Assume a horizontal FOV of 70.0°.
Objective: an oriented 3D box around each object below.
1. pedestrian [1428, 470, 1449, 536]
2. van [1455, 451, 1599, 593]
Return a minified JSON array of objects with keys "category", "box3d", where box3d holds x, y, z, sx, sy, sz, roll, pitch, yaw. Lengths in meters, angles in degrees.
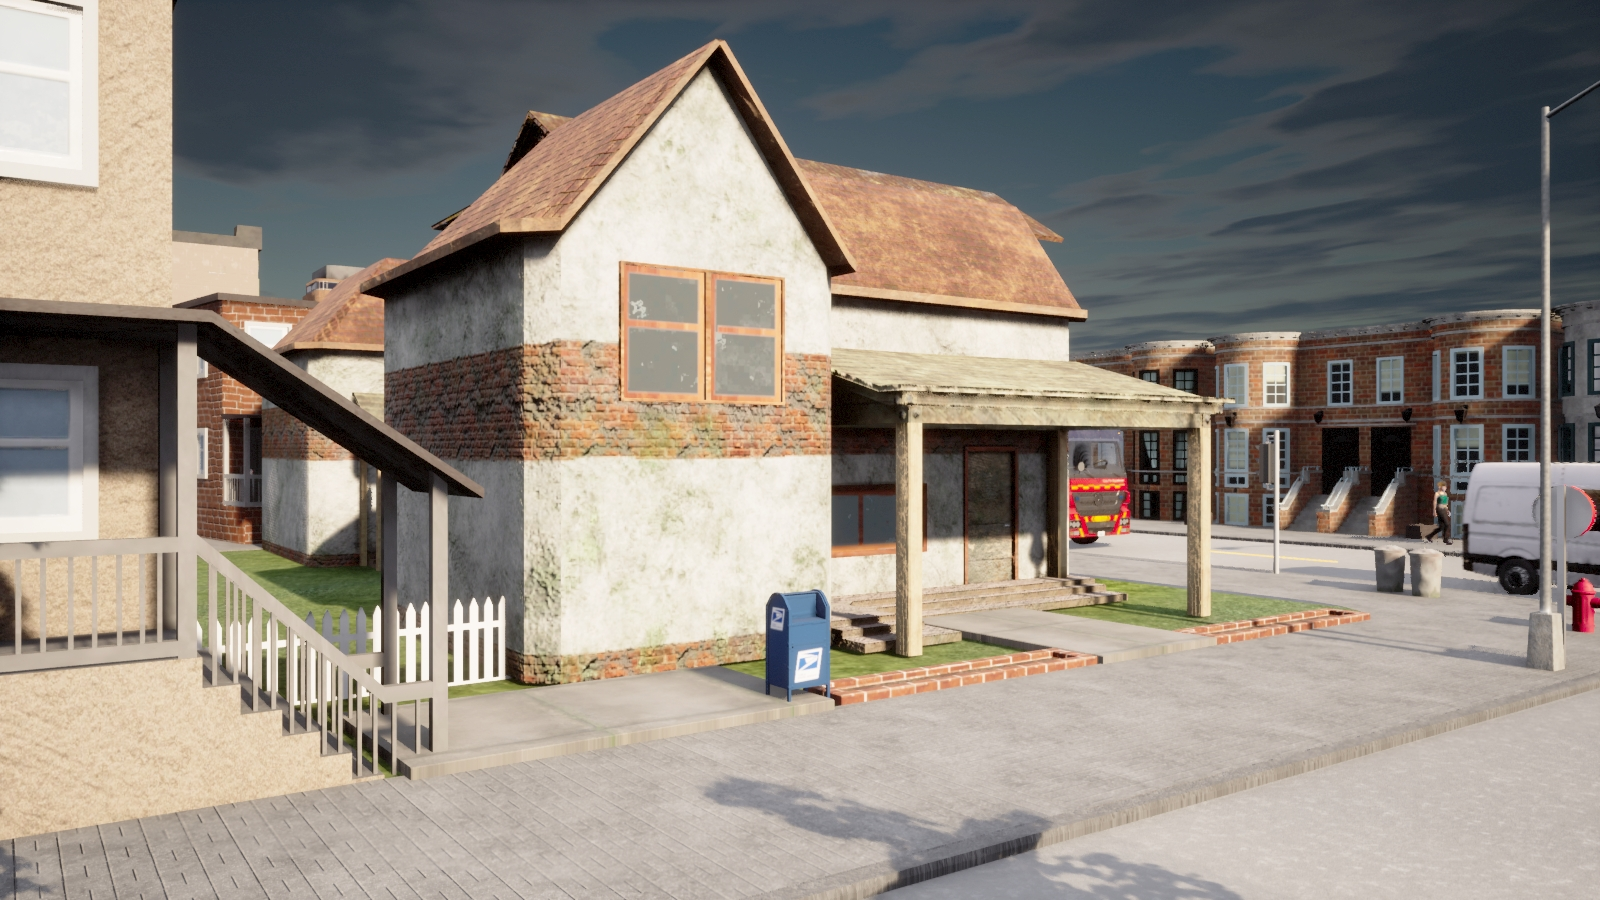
[{"category":"pedestrian","box3d":[18.246,1.511,32.667,0.375,1.860,0.375,0,0,-28]},{"category":"van","box3d":[15.421,1.305,20.834,1.988,2.561,5.915,0,0,-26]}]
